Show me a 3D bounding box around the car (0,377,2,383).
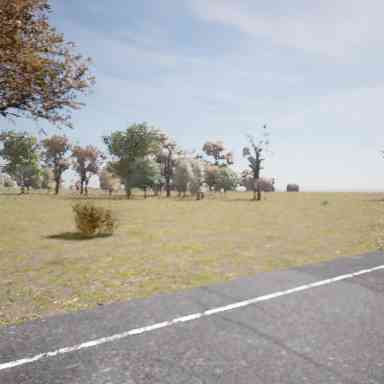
[{"bbox_3d":[-3.530,1.592,1.474,4.718,1.301,1.895,0,0,-36],"label":"car"}]
